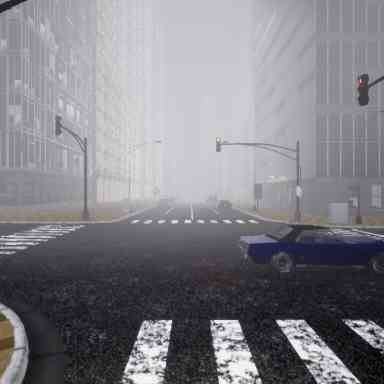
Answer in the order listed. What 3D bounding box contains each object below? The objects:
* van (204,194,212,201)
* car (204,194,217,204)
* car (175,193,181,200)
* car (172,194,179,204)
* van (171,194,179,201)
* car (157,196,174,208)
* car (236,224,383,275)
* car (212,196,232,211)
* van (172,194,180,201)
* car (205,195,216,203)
[{"bbox_3d":[3.809,1.321,80.516,1.690,1.788,3.998,0,0,0],"label":"van"},{"bbox_3d":[3.860,1.313,63.932,2.192,1.841,5.009,0,0,0],"label":"car"},{"bbox_3d":[-4.054,1.426,74.964,1.967,1.590,4.097,0,0,0],"label":"car"},{"bbox_3d":[-4.020,1.564,63.909,1.947,1.339,4.313,0,0,0],"label":"car"},{"bbox_3d":[-4.071,1.321,80.492,1.690,1.788,3.998,0,0,0],"label":"van"},{"bbox_3d":[-3.970,1.592,47.326,1.802,1.307,4.206,0,0,0],"label":"car"},{"bbox_3d":[3.850,1.689,10.253,4.718,1.301,1.895,1,0,-3],"label":"car"},{"bbox_3d":[3.976,1.579,41.824,1.947,1.339,4.313,0,0,0],"label":"car"},{"bbox_3d":[-4.088,1.315,86.019,1.690,1.788,3.998,0,0,0],"label":"van"},{"bbox_3d":[3.843,1.432,69.461,1.967,1.590,4.097,0,0,0],"label":"car"}]
